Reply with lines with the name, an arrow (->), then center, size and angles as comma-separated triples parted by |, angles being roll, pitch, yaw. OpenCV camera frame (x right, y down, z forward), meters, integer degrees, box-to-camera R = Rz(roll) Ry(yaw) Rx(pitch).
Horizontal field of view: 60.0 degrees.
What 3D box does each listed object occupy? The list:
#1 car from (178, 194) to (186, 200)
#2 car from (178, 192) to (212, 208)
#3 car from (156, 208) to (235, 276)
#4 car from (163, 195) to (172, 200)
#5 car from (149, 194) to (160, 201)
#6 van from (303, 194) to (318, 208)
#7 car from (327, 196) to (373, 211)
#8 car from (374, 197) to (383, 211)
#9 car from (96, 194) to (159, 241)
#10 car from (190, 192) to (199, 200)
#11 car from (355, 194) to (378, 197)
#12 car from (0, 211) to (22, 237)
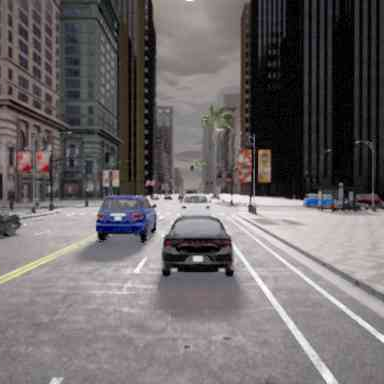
car -> -2.626, 1.263, 87.636 | 1.837, 1.490, 4.892 | 0, 0, 0
car -> 0.274, 1.157, 24.540 | 2.150, 2.045, 5.566 | 0, 0, 0
car -> 0.170, 1.450, 10.319 | 1.882, 1.535, 5.008 | 0, -1, 1
car -> -5.919, 1.379, 81.608 | 1.895, 1.301, 4.718 | 0, 0, 0
car -> -9.169, 1.306, 81.662 | 2.128, 1.511, 4.902 | 0, 0, 0
van -> 17.390, 1.209, 45.637 | 3.998, 1.788, 1.690 | 0, 0, 0
car -> 17.333, 1.466, 37.114 | 4.403, 1.369, 2.008 | 0, 0, 0
car -> 23.011, 1.498, 37.075 | 4.206, 1.307, 1.802 | 0, 0, 0
car -> -3.036, 1.174, 16.396 | 2.150, 2.045, 5.566 | 0, 0, 0
car -> 0.625, 0.991, 87.642 | 2.150, 2.045, 5.566 | 0, 0, 0
car -> 23.067, 1.184, 45.598 | 5.009, 1.841, 2.192 | 0, 0, 0
car -> -9.741, 1.499, 14.929 | 2.033, 1.411, 5.357 | 0, 0, 0
